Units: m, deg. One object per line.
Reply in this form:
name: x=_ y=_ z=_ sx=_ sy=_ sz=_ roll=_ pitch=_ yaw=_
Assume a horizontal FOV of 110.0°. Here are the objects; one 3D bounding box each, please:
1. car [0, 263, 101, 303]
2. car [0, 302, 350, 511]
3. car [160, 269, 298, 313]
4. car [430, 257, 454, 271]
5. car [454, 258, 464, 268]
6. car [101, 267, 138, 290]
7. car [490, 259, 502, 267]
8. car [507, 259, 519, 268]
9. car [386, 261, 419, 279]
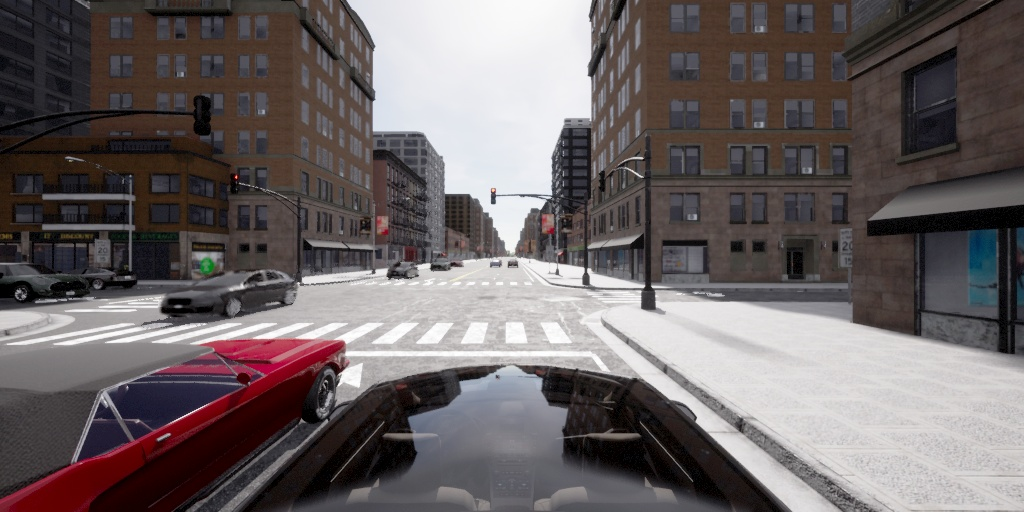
car: x=-22.163 y=1.095 z=16.196 sx=4.553 sy=1.767 sz=2.097 roll=0 pitch=0 yaw=0
car: x=-3.157 y=1.351 z=2.837 sx=1.895 sy=1.301 sz=4.718 roll=0 pitch=0 yaw=0
car: x=-9.821 y=1.242 z=12.984 sx=1.837 sy=1.490 sz=4.892 roll=0 pitch=0 yaw=0
car: x=-9.719 y=1.096 z=48.669 sx=2.097 sy=1.767 sz=4.553 roll=0 pitch=0 yaw=0
car: x=-9.645 y=1.091 z=61.591 sx=2.097 sy=1.767 sz=4.553 roll=0 pitch=0 yaw=1
car: x=-25.321 y=1.330 z=21.705 sx=4.313 sy=1.339 sz=1.948 roll=0 pitch=0 yaw=0
car: x=-2.978 y=1.287 z=64.154 sx=2.033 sy=1.411 sz=5.357 roll=0 pitch=0 yaw=0
car: x=0.166 y=1.245 z=62.199 sx=1.837 sy=1.490 sz=4.892 roll=0 pitch=0 yaw=0
car: x=-9.767 y=1.253 z=32.397 sx=1.837 sy=1.490 sz=4.892 roll=0 pitch=0 yaw=0
